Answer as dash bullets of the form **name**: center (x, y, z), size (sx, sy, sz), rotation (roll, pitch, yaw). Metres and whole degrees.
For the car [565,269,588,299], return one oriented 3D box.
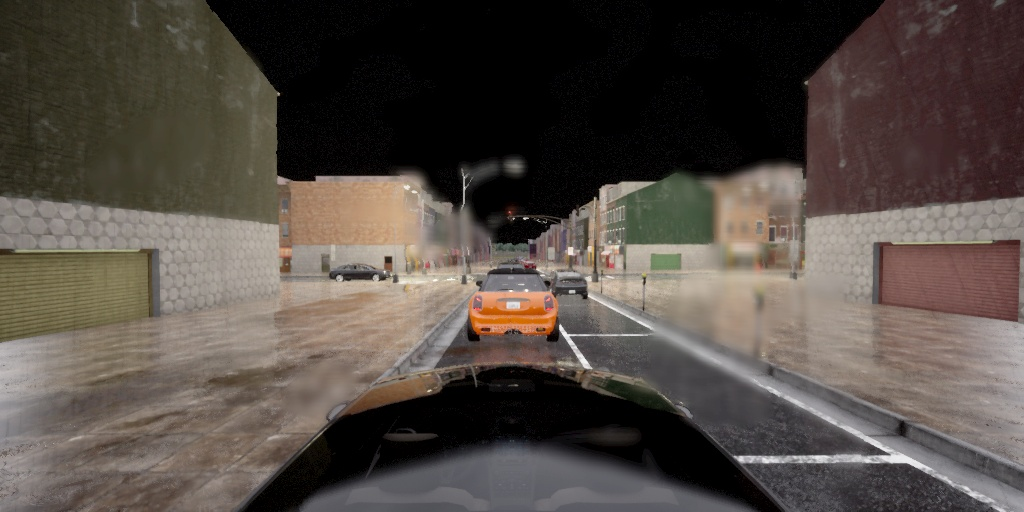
- **car**: center (2.581, 1.297, 17.546), size (2.007, 1.370, 4.403), rotation (0, 0, 0)

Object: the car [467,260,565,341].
- **car**: center (0.037, 1.100, 9.973), size (2.097, 1.767, 4.553), rotation (0, 0, 0)

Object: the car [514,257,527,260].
- **car**: center (-0.064, 1.099, 19.864), size (2.097, 1.767, 4.553), rotation (0, 0, 0)

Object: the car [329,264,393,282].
- **car**: center (-12.336, 1.366, 29.421), size (4.892, 1.490, 1.837), rotation (0, 1, -2)
